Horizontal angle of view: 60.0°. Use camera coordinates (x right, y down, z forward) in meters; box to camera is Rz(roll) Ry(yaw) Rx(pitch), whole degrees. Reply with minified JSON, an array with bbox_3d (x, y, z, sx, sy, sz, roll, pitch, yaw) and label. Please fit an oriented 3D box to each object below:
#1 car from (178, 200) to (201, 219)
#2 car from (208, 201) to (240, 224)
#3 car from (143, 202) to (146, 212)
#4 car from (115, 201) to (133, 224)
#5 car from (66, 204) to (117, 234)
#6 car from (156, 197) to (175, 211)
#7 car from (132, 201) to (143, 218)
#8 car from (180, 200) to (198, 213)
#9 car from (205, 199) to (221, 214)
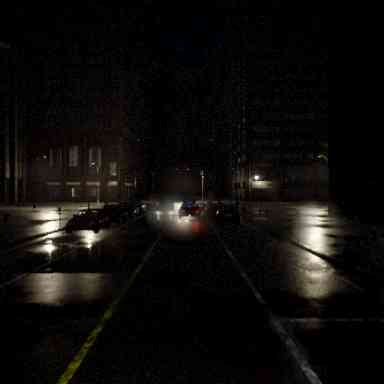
[{"bbox_3d":[-0.193,1.665,29.581,1.895,1.301,4.718,0,0,0],"label":"car"},{"bbox_3d":[2.549,1.619,25.167,1.947,1.339,4.313,0,0,0],"label":"car"},{"bbox_3d":[-6.070,1.632,36.365,2.008,1.369,4.403,0,0,0],"label":"car"},{"bbox_3d":[-5.975,1.619,25.092,1.947,1.339,4.313,0,0,0],"label":"car"},{"bbox_3d":[-5.927,1.622,19.456,1.802,1.307,4.206,0,0,0],"label":"car"},{"bbox_3d":[-3.360,1.448,42.715,2.097,1.767,4.553,0,0,0],"label":"car"},{"bbox_3d":[-6.023,1.633,30.729,1.947,1.339,4.313,0,0,0],"label":"car"},{"bbox_3d":[-0.331,1.653,39.551,1.994,1.385,4.181,0,0,0],"label":"car"},{"bbox_3d":[2.454,1.521,36.439,1.967,1.590,4.097,0,0,0],"label":"car"}]
